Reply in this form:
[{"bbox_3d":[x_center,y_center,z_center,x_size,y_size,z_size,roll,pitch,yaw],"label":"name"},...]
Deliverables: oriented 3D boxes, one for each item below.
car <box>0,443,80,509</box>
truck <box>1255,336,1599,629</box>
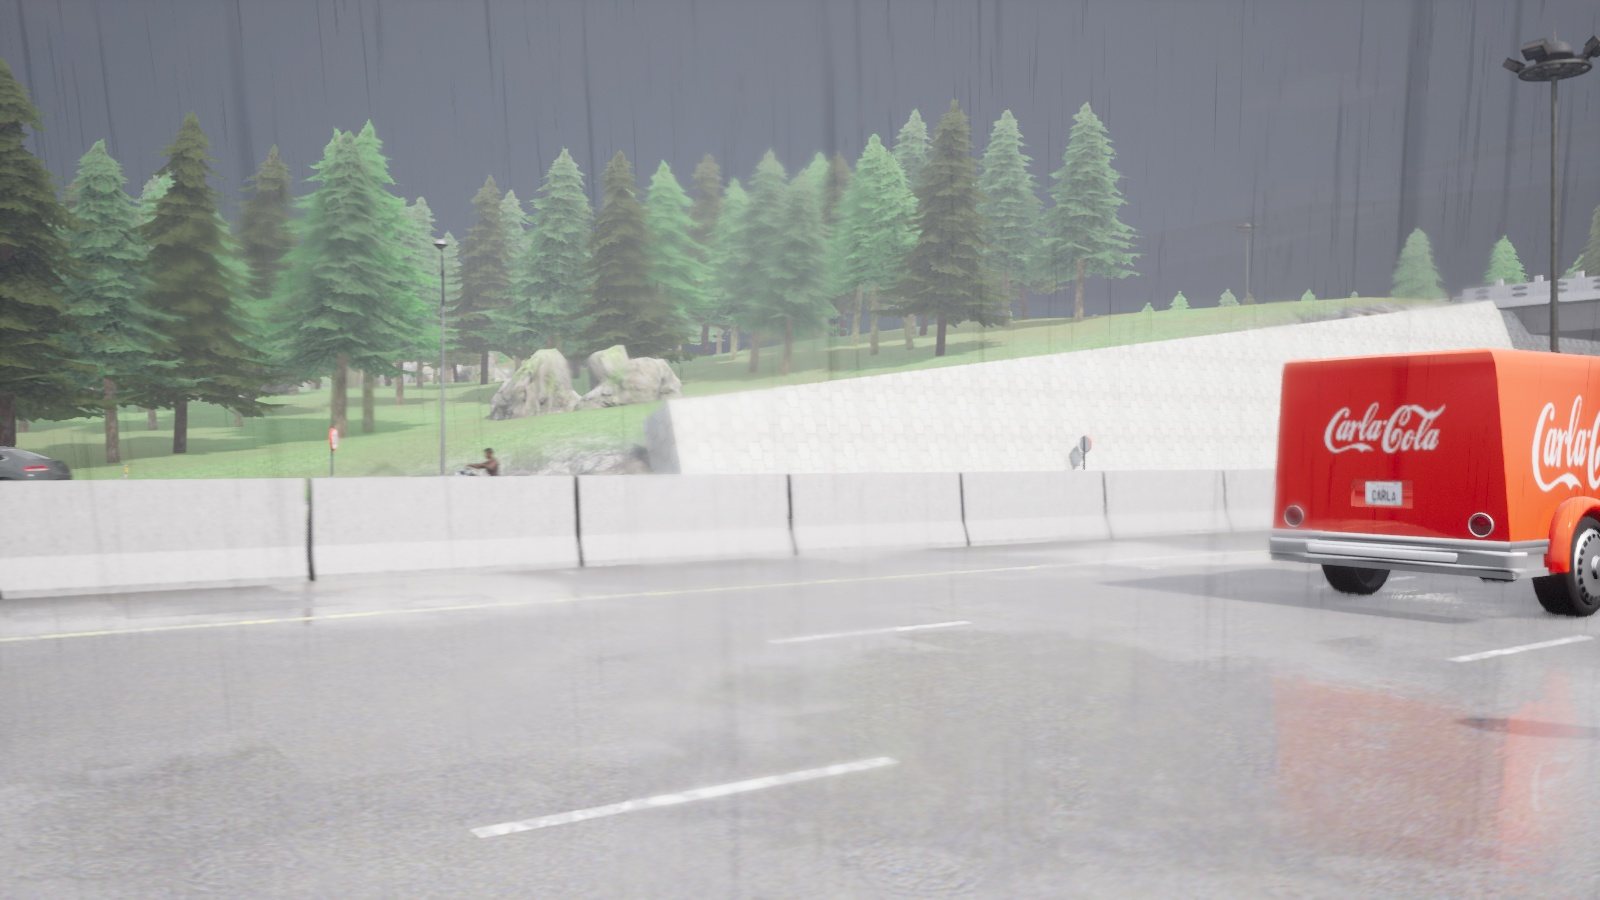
[{"bbox_3d":[-21.612,0.648,32.209,5.027,1.651,2.152,0,0,-5],"label":"car"},{"bbox_3d":[7.512,0.274,13.154,5.204,2.467,2.627,0,0,-35],"label":"truck"}]
